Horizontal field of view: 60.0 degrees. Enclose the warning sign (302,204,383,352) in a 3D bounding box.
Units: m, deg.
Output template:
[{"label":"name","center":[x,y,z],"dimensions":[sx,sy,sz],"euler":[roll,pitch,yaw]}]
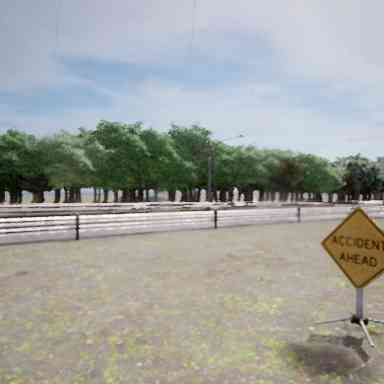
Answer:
[{"label":"warning sign","center":[2.587,1.149,5.126],"dimensions":[1.060,1.860,1.300],"euler":[0,0,-35]}]
